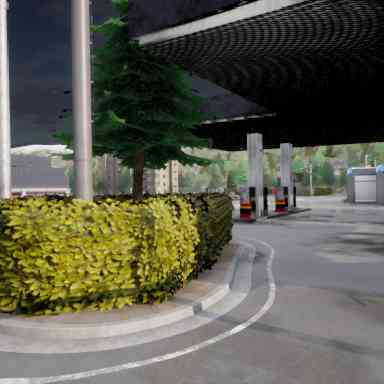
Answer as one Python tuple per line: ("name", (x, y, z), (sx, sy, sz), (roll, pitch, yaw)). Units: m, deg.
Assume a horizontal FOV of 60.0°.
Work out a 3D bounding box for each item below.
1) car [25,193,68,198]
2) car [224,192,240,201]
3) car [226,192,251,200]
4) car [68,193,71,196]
("car", (-14.746, 1.183, 33.582), (3.866, 1.878, 1.905), (-1, 1, 35))
("car", (7.473, 0.850, 63.898), (5.027, 1.636, 2.152), (-1, 1, 35))
("car", (9.246, 0.812, 66.485), (4.514, 1.523, 2.007), (-1, 1, 35))
("car", (-24.204, 1.124, 63.874), (3.866, 1.878, 1.905), (-1, 1, 35))
